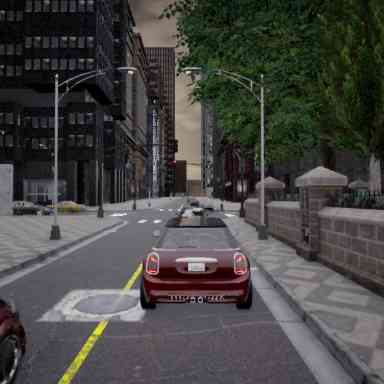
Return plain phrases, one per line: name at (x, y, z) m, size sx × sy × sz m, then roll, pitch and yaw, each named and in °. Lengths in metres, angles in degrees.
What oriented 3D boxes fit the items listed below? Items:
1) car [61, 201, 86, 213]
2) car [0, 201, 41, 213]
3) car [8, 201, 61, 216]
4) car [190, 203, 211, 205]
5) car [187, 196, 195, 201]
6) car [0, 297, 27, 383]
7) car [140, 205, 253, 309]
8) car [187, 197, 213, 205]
car at (-14.883, 1.676, 38.612) m, size 4.829 × 1.417 × 1.752 m, roll 0°, pitch -1°, yaw 0°
car at (-20.225, 1.709, 38.625) m, size 4.403 × 1.369 × 2.008 m, roll 0°, pitch -1°, yaw 0°
car at (-14.725, 1.518, 30.088) m, size 4.403 × 1.369 × 2.008 m, roll 0°, pitch -1°, yaw 0°
car at (0.044, 1.542, 18.172) m, size 1.812 × 1.442 × 4.674 m, roll 0°, pitch 0°, yaw 0°
car at (-0.268, 1.792, 90.916) m, size 2.033 × 1.411 × 5.357 m, roll 0°, pitch 0°, yaw 0°
car at (-3.005, 1.565, 2.363) m, size 1.994 × 1.385 × 4.181 m, roll 0°, pitch 0°, yaw 0°
car at (0.075, 1.357, 8.046) m, size 2.097 × 1.767 × 4.553 m, roll 0°, pitch 0°, yaw 0°
car at (1.100, 1.635, 40.867) m, size 1.994 × 1.385 × 4.181 m, roll 0°, pitch 0°, yaw -18°
